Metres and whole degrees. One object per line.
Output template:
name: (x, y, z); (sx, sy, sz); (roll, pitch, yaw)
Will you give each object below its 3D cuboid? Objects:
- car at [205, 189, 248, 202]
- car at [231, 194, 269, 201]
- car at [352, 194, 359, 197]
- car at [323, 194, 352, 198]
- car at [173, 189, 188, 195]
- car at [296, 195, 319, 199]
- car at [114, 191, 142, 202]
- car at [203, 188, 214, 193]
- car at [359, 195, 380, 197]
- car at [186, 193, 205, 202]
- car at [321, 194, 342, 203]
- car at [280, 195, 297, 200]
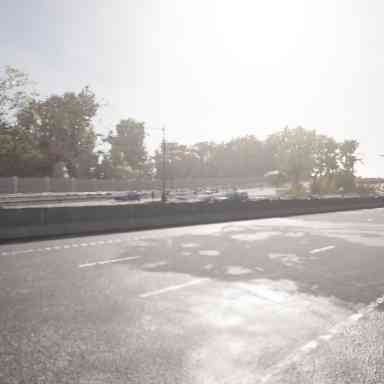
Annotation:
car: (4.486, 0.991, 38.685); (5.566, 2.045, 2.150); (0, 0, -43)
car: (6.905, 1.287, 36.155); (4.902, 1.511, 2.128); (0, 0, -43)
car: (29.803, 1.099, 62.302); (4.553, 1.767, 2.097); (0, 0, -43)
car: (21.518, 1.260, 49.789); (5.008, 1.535, 1.882); (0, 0, -43)
car: (-1.927, 0.258, 63.396); (2.128, 1.511, 4.902); (0, 2, 25)
car: (18.754, 1.357, 51.996); (4.718, 1.301, 1.895); (0, 0, -43)
car: (-9.075, 0.586, 47.085); (1.882, 1.535, 5.008); (0, 1, 24)
car: (4.187, -0.223, 76.018); (1.812, 1.442, 4.674); (0, 2, 26)
car: (32.670, 1.258, 60.193); (4.892, 1.490, 1.837); (0, 0, -43)
car: (1.690, 1.221, 40.860); (5.008, 1.535, 1.882); (0, 0, -43)
car: (27.082, 1.190, 64.548); (5.008, 1.535, 1.882); (0, 0, -43)
car: (16.307, 1.236, 54.495); (4.892, 1.490, 1.837); (0, 0, -43)
